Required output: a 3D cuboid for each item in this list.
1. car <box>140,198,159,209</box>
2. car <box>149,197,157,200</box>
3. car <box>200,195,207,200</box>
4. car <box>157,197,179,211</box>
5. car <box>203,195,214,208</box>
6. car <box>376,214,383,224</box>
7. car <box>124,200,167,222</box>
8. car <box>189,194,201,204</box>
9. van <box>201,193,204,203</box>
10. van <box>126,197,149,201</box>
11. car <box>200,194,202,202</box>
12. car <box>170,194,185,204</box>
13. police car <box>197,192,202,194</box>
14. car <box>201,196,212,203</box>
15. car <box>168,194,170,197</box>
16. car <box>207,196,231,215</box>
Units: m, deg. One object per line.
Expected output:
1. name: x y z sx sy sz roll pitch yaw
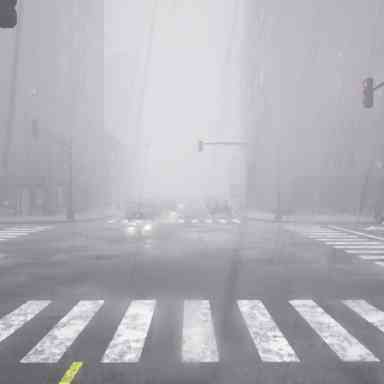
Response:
1. car: -5.653 1.569 44.790 1.947 1.339 4.313 0 0 0
2. car: -5.680 1.442 39.122 1.967 1.590 4.097 0 0 0
3. car: 3.086 1.557 90.108 1.947 1.339 4.313 0 0 0
4. car: -2.916 1.603 40.094 1.895 1.301 4.718 0 0 0
5. car: 2.873 1.443 44.754 1.967 1.590 4.097 0 0 0
6. car: 14.597 1.563 20.752 5.357 1.411 2.033 0 0 0
7. car: -3.666 1.565 26.358 1.994 1.385 4.181 0 0 9
8. car: 0.296 1.527 63.821 1.812 1.442 4.674 0 0 0
9. van: 2.926 1.343 56.092 1.690 1.788 3.998 0 0 0
10. van: -5.706 1.343 33.453 1.690 1.788 3.998 0 0 0
11. car: 2.953 1.527 61.931 1.752 1.417 4.829 0 0 0
12. car: -2.755 1.602 62.933 1.895 1.301 4.718 0 0 1
13. police car: 2.735 1.420 79.522 1.930 1.638 5.238 0 0 0
14. car: 2.979 1.551 67.431 2.008 1.369 4.403 0 0 0
15. car: -5.574 1.527 61.624 1.752 1.417 4.829 0 0 0
16. car: 2.820 1.442 33.416 1.967 1.590 4.097 0 0 0
